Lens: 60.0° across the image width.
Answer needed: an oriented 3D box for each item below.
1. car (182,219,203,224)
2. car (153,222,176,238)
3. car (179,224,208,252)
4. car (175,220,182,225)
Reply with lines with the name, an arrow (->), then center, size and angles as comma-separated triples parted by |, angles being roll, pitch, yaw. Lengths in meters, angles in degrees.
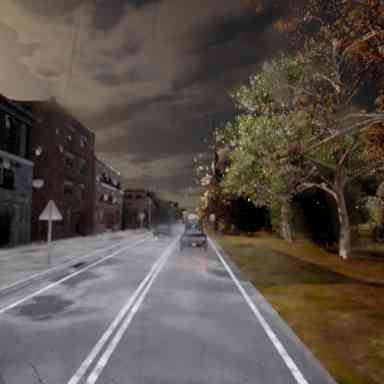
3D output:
car -> 0.197, 4.382, 41.805 | 2.150, 2.045, 5.566 | 0, -4, 0
car -> -3.264, 4.415, 38.007 | 2.033, 1.411, 5.357 | 0, -4, 0
car -> 0.135, 3.310, 23.600 | 2.128, 1.511, 4.902 | 0, -4, 0
car -> -2.925, 7.214, 78.610 | 2.097, 1.767, 4.553 | 0, -5, 0
